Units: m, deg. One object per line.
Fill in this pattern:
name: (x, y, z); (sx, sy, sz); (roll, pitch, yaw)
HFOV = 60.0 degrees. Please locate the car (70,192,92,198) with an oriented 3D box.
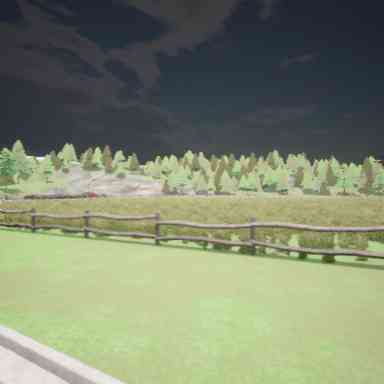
car: (-29.021, 1.363, 87.075); (1.837, 1.490, 4.892); (0, 0, 12)

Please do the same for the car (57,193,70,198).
car: (-32.550, 1.341, 87.312); (1.882, 1.535, 5.008); (0, 0, 12)

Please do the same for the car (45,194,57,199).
car: (-35.978, 1.216, 88.019); (2.097, 1.767, 4.553); (0, 0, 12)
